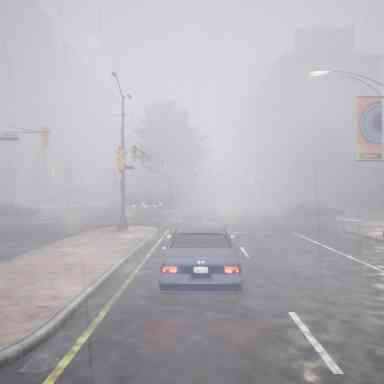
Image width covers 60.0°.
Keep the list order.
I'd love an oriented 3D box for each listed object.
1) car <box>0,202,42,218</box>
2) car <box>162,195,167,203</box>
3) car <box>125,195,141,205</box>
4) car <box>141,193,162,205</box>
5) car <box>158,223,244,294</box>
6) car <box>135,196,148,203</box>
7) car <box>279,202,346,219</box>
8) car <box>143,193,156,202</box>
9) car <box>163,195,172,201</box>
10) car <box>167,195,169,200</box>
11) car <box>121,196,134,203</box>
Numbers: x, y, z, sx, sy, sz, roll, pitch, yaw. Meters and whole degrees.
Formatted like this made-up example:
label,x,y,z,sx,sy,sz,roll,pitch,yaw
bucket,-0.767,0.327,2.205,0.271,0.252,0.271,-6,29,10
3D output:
label,x,y,z,sx,sy,sz,roll,pitch,yaw
car,-16.214,1.548,29.312,5.357,1.411,2.033,0,0,1
car,-6.799,1.352,66.744,2.097,1.767,4.553,0,0,1
car,-10.515,1.352,57.850,2.097,1.767,4.553,0,0,1
car,-7.015,1.352,57.972,2.097,1.767,4.553,0,0,1
car,0.229,1.547,8.920,2.033,1.411,5.357,0,0,1
car,-10.254,1.505,68.025,1.837,1.490,4.892,0,0,1
car,10.403,1.547,28.964,5.357,1.411,2.033,0,0,1
car,-10.048,1.225,78.710,2.150,2.045,5.566,0,0,1
car,-6.400,1.478,86.611,1.882,1.535,5.008,0,0,1
car,-6.588,1.525,76.518,2.128,1.511,4.902,0,0,1
car,-13.464,1.595,69.814,1.895,1.301,4.718,0,0,1
